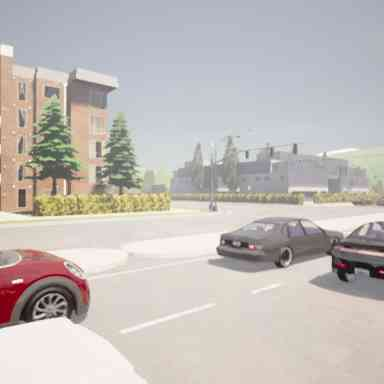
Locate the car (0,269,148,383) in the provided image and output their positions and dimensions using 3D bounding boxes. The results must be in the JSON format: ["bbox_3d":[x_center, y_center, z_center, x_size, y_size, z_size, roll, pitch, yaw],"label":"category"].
[{"bbox_3d":[-2.507,1.601,1.726,4.718,1.301,1.895,0,0,-40],"label":"car"}]

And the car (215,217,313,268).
[{"bbox_3d":[3.209,1.554,11.340,5.357,1.411,2.033,0,0,-40],"label":"car"}]

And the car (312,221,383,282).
[{"bbox_3d":[5.462,1.497,8.661,4.902,1.511,2.128,0,0,-40],"label":"car"}]

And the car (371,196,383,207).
[{"bbox_3d":[30.024,1.386,51.178,4.553,1.767,2.097,0,0,-41],"label":"car"}]

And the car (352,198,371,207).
[{"bbox_3d":[27.761,1.636,53.855,4.718,1.301,1.895,0,0,-40],"label":"car"}]

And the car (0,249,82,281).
[{"bbox_3d":[-3.951,1.353,5.096,4.553,1.767,2.097,0,0,-41],"label":"car"}]
